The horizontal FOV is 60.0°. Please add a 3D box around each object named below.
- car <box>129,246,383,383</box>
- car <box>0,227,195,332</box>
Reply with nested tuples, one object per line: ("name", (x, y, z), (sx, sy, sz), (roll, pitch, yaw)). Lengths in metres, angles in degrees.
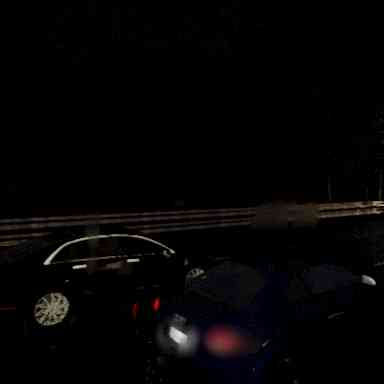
("car", (1.486, 1.538, 4.804), (4.181, 1.385, 1.994), (0, 0, -35))
("car", (-1.639, 1.488, 6.875), (4.892, 1.490, 1.837), (0, 0, -35))
